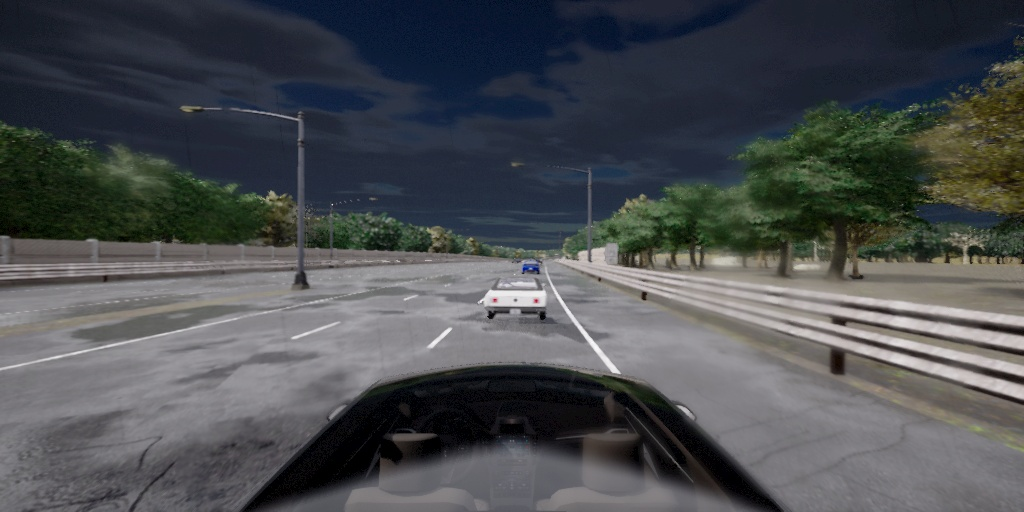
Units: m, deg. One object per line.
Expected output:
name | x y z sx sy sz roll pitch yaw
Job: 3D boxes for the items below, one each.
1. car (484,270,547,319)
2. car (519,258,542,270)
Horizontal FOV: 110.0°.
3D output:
car | 0.234 1.340 12.764 1.895 1.301 4.718 0 0 3
car | 2.194 1.219 40.762 1.882 1.535 5.008 0 0 5
